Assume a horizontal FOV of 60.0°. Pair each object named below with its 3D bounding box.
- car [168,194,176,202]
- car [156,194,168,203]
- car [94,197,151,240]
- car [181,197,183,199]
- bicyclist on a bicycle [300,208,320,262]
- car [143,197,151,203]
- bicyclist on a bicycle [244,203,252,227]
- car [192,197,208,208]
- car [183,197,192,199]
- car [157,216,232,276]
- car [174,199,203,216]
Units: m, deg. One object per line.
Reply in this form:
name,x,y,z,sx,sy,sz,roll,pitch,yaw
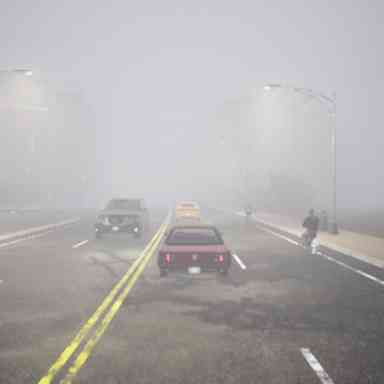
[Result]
car,-5.291,1.768,88.637,2.097,1.767,4.553,0,0,-7
car,-7.735,1.737,81.691,2.097,1.767,4.553,0,0,-6
car,-3.504,1.310,17.772,2.150,2.045,5.566,0,0,-1
car,-2.111,1.946,89.414,1.812,1.442,4.674,0,0,-7
bicyclist on a bicycle,4.072,1.443,11.586,0.659,1.776,1.843,0,0,-1
car,-10.955,1.915,81.240,2.033,1.411,5.357,0,0,-6
bicyclist on a bicycle,3.851,1.581,22.659,0.582,1.620,1.656,0,-1,-2
car,1.452,1.841,54.068,1.994,1.385,4.181,0,0,-4
car,-0.298,1.899,73.353,2.033,1.411,5.357,0,0,-6
car,0.043,1.658,10.473,1.895,1.301,4.718,0,0,-1
car,-0.394,1.627,28.764,1.882,1.535,5.008,0,0,-2
